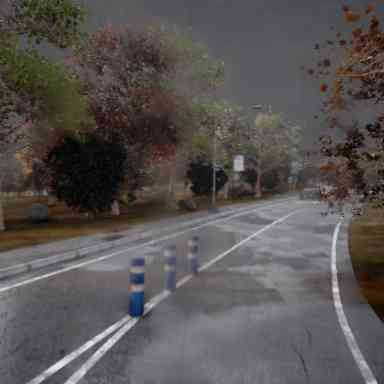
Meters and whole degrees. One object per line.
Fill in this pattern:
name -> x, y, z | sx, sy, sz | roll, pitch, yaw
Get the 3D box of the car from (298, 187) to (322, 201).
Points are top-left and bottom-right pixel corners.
car -> 13.856, 0.181, 38.856 | 1.837, 1.490, 4.892 | 0, 3, 32
